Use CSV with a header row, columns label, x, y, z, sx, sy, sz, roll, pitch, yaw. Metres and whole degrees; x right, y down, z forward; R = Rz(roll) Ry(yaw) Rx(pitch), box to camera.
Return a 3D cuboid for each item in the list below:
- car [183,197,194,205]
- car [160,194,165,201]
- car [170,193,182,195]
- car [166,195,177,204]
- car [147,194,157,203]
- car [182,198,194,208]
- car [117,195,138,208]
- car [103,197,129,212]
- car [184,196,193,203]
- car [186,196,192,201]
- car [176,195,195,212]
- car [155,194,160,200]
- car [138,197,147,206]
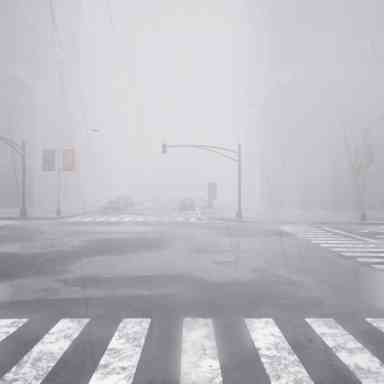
label,x,y,z,sx,sy,sz,roll,pitch,yaw
car,-0.671,1.602,60.750,1.887,1.381,4.507,0,0,0
car,-9.365,1.694,93.268,1.887,1.381,4.507,0,0,0
car,-3.507,1.558,75.629,1.837,1.490,4.892,0,0,0
car,-3.456,1.671,65.661,1.895,1.301,4.718,0,0,0
car,-9.252,1.667,71.565,1.802,1.307,4.206,0,0,0
car,-0.615,1.614,49.900,1.802,1.307,4.206,0,0,0
car,-9.112,1.334,44.436,2.192,1.841,5.009,0,0,0
car,-9.083,1.573,39.009,1.947,1.339,4.313,0,0,0
car,-0.728,1.611,71.770,1.752,1.417,4.829,0,0,0
car,-0.841,1.694,93.300,1.887,1.381,4.507,0,0,0
car,-0.559,1.448,39.051,1.967,1.590,4.097,0,0,0
car,-9.281,1.416,76.992,2.192,1.841,5.009,0,0,0
car,-9.167,1.569,55.117,1.752,1.417,4.829,0,0,0
